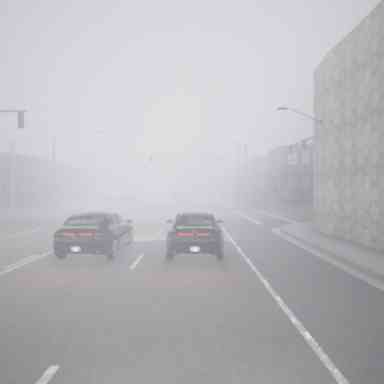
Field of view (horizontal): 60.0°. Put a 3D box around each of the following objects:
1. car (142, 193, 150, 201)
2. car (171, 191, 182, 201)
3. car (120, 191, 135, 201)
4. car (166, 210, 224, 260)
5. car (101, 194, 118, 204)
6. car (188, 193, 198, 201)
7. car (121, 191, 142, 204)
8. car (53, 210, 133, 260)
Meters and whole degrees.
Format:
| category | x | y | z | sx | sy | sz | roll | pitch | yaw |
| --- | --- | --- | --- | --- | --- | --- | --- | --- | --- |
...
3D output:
| category | x | y | z | sx | sy | sz | roll | pitch | yaw |
| --- | --- | --- | --- | --- | --- | --- | --- | --- | --- |
| car | -10.346 | 0.950 | 71.772 | 2.097 | 1.767 | 4.553 | 0 | 0 | 0 |
| car | -3.344 | 0.801 | 72.524 | 2.150 | 2.045 | 5.566 | 0 | 0 | 0 |
| car | -13.846 | 0.813 | 71.764 | 2.150 | 2.045 | 5.566 | 0 | 0 | 0 |
| car | 0.104 | 1.434 | 12.172 | 1.837 | 1.490 | 4.892 | 0 | 0 | 0 |
| car | -13.925 | 1.171 | 56.437 | 2.128 | 1.511 | 4.902 | 0 | 0 | 1 |
| car | 0.155 | 0.928 | 72.462 | 2.097 | 1.767 | 4.553 | 0 | 0 | 0 |
| car | -10.430 | 1.032 | 56.493 | 2.097 | 1.767 | 4.553 | 0 | 0 | 1 |
| car | -3.396 | 1.434 | 12.186 | 1.837 | 1.490 | 4.892 | 0 | 0 | 0 |
